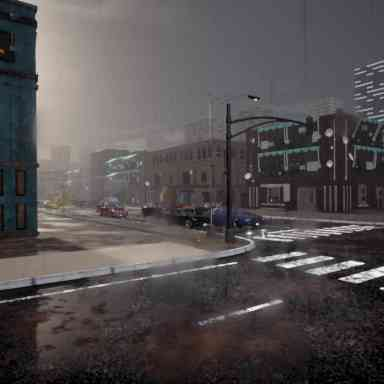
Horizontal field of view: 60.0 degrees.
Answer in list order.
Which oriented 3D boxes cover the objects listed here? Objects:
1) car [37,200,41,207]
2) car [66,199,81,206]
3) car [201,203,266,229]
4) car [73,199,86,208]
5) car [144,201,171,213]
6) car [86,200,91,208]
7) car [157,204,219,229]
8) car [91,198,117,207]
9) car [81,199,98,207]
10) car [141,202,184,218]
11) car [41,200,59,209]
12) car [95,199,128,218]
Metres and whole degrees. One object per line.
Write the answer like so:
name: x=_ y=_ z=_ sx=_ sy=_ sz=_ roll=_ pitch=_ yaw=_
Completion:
car: x=-30.756 y=2.376 z=66.768 sx=2.008 sy=1.369 sz=4.403 roll=-1 pitch=0 yaw=-35
car: x=-27.129 y=2.364 z=76.135 sx=1.947 sy=1.339 sz=4.313 roll=-1 pitch=0 yaw=-35
car: x=2.782 y=1.749 z=23.990 sx=2.033 sy=1.411 sz=5.357 roll=-1 pitch=0 yaw=-34
car: x=-20.457 y=2.192 z=62.279 sx=1.812 sy=1.442 sz=4.674 roll=-1 pitch=0 yaw=-35
car: x=-4.693 y=1.966 z=44.544 sx=1.802 sy=1.307 sz=4.206 roll=-2 pitch=0 yaw=-35
car: x=-17.520 y=1.940 z=62.595 sx=2.192 sy=1.841 sz=5.009 roll=-1 pitch=0 yaw=-35
car: x=-0.385 y=1.814 z=23.793 sx=1.947 sy=1.339 sz=4.313 roll=-2 pitch=0 yaw=-35
car: x=-11.059 y=1.965 z=43.549 sx=2.128 sy=1.511 sz=4.902 roll=-1 pitch=0 yaw=-35
car: x=-20.719 y=2.228 z=67.108 sx=1.887 sy=1.381 sz=4.507 roll=-1 pitch=0 yaw=-35
car: x=-3.270 y=1.814 z=32.554 sx=2.128 sy=1.511 sz=4.902 roll=-1 pitch=0 yaw=-35
car: x=-24.248 y=2.233 z=57.603 sx=1.752 sy=1.417 sz=4.829 roll=-1 pitch=0 yaw=-35
car: x=-8.324 y=1.846 z=35.177 sx=1.967 sy=1.590 sz=4.097 roll=-1 pitch=0 yaw=-35
